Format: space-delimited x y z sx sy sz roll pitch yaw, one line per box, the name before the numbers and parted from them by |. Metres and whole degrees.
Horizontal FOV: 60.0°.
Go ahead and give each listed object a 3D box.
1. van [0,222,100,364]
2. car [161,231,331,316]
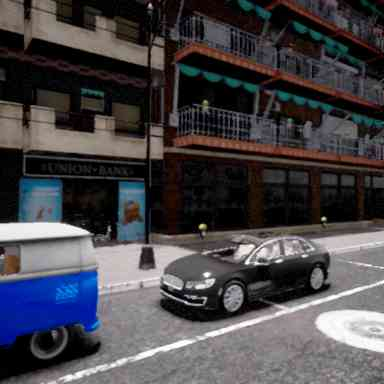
van | -3.222 1.339 4.258 3.998 1.788 1.690 1 0 -35
car | 1.386 1.606 7.545 4.403 1.369 2.008 1 0 -35
